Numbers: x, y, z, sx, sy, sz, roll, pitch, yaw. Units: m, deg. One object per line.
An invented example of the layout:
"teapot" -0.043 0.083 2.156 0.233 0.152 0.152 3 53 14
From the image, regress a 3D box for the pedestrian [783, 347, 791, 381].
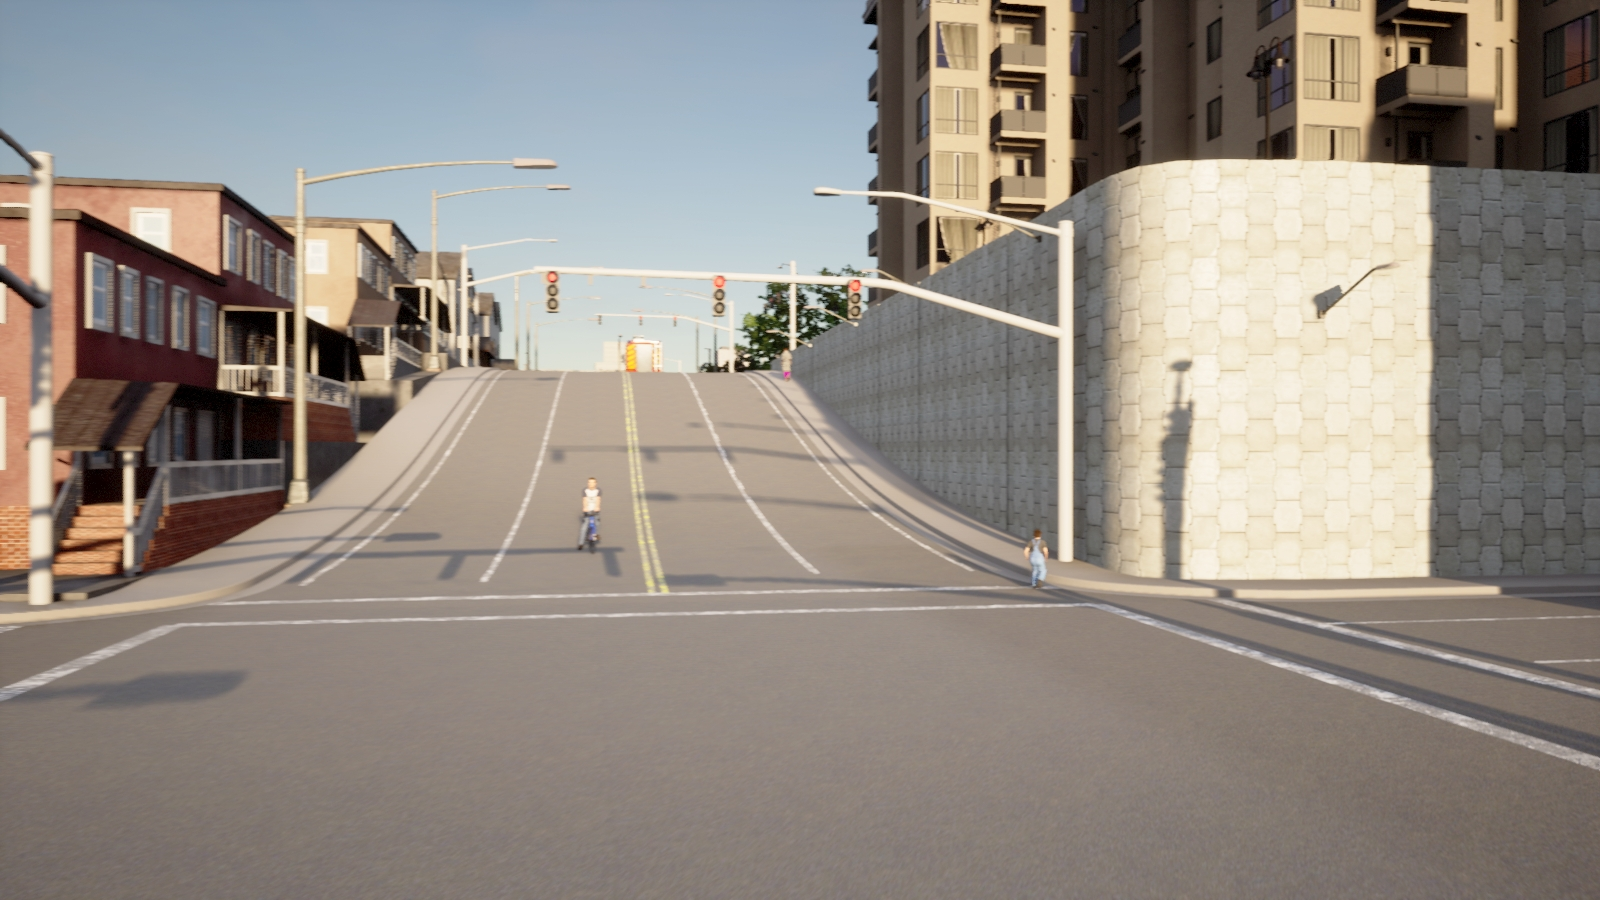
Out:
"pedestrian" -0.737 -4.767 63.579 0.375 1.860 0.375 0 0 -9

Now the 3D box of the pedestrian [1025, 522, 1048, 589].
"pedestrian" 4.776 2.124 23.032 0.375 1.300 0.375 0 0 24

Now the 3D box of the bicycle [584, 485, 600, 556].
"bicycle" -5.101 1.714 28.019 0.373 1.521 1.643 0 4 -10
